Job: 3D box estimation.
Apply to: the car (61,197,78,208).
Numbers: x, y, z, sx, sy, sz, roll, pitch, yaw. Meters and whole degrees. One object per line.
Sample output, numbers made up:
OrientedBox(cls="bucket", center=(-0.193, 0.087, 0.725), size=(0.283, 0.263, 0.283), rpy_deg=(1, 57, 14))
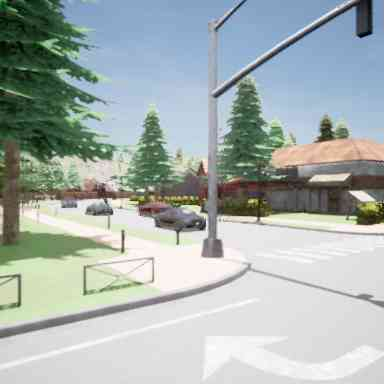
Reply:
OrientedBox(cls="car", center=(-18.808, 1.614, 51.010), size=(2.097, 1.767, 4.553), rpy_deg=(0, 0, -25))

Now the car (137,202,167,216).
OrientedBox(cls="car", center=(-3.623, 1.678, 32.429), size=(1.882, 1.535, 5.008), rpy_deg=(0, 0, -35))

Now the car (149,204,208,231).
OrientedBox(cls="car", center=(-0.805, 1.756, 22.079), size=(1.994, 1.385, 4.181), rpy_deg=(0, 0, -35))

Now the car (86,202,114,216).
OrientedBox(cls="car", center=(-9.710, 1.755, 34.881), size=(1.994, 1.385, 4.181), rpy_deg=(0, 0, -33))
